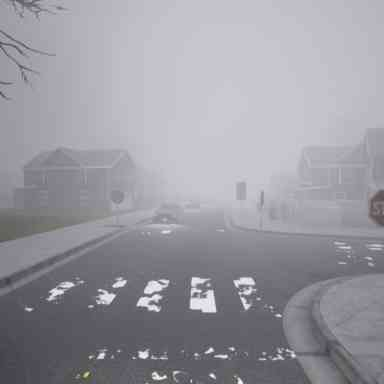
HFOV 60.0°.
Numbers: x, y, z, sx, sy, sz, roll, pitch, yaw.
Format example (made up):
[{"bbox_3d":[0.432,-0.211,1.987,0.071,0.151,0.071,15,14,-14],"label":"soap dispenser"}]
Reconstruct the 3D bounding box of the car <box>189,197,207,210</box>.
[{"bbox_3d":[0.319,1.560,44.074,2.033,1.411,5.357,0,0,8],"label":"car"}]

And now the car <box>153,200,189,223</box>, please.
[{"bbox_3d":[-1.688,1.550,25.803,2.033,1.411,5.357,0,0,5],"label":"car"}]

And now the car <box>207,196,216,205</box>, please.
[{"bbox_3d":[3.352,1.559,61.845,2.128,1.511,4.902,0,0,11],"label":"car"}]
